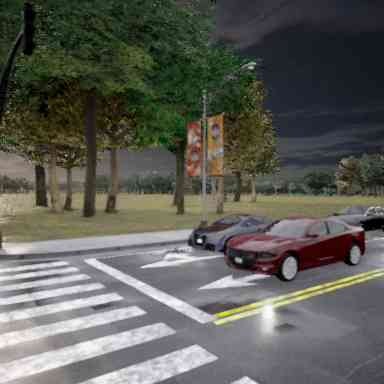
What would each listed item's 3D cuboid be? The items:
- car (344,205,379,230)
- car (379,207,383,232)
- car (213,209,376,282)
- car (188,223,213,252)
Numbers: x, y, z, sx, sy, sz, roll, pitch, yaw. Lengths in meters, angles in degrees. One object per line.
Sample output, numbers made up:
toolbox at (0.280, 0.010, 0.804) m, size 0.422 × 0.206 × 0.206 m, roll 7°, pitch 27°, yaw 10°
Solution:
car at (9.185, 1.491, 18.201) m, size 4.902 × 1.511 × 2.128 m, roll 0°, pitch 0°, yaw -35°
car at (11.030, 1.477, 15.529) m, size 5.008 × 1.535 × 1.882 m, roll 0°, pitch 0°, yaw -35°
car at (3.227, 1.477, 9.971) m, size 5.008 × 1.535 × 1.882 m, roll 0°, pitch 0°, yaw -36°
car at (1.918, 1.563, 13.028) m, size 4.181 × 1.385 × 1.994 m, roll 0°, pitch 0°, yaw -35°
